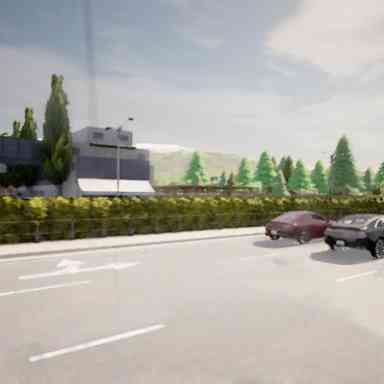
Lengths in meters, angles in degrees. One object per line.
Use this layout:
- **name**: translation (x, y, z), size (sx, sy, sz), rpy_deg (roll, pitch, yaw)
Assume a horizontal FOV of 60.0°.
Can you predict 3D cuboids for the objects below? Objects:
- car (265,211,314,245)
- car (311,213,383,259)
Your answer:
- **car**: translation (5.613, 1.682, 16.448), size (4.674, 1.442, 1.812), rpy_deg (1, 0, -35)
- **car**: translation (7.327, 1.646, 13.376), size (4.902, 1.511, 2.128), rpy_deg (1, 0, -35)
